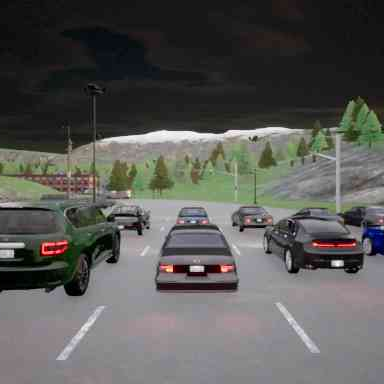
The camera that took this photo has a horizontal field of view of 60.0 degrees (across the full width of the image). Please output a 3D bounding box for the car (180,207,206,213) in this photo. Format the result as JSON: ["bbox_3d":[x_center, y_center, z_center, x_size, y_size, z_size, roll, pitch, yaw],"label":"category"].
[{"bbox_3d":[0.050,1.547,19.070,2.033,1.411,5.357,0,0,0],"label":"car"}]

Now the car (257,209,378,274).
[{"bbox_3d":[3.580,1.505,10.592,1.837,1.490,4.892,0,0,0],"label":"car"}]

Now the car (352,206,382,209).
[{"bbox_3d":[10.528,1.547,20.036,2.033,1.411,5.357,0,0,-1],"label":"car"}]

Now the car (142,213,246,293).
[{"bbox_3d":[0.085,1.547,9.000,2.033,1.411,5.357,0,0,0],"label":"car"}]

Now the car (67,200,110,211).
[{"bbox_3d":[-12.338,1.601,39.985,4.718,1.301,1.895,0,0,-9],"label":"car"}]

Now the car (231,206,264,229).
[{"bbox_3d":[3.527,1.547,20.085,2.033,1.411,5.357,0,0,-1],"label":"car"}]

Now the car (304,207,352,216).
[{"bbox_3d":[7.039,1.564,19.064,1.994,1.385,4.181,0,0,0],"label":"car"}]

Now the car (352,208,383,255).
[{"bbox_3d":[7.079,1.478,10.076,1.882,1.535,5.008,0,0,0],"label":"car"}]

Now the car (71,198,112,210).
[{"bbox_3d":[-13.107,1.505,43.487,4.892,1.490,1.837,0,1,-8],"label":"car"}]

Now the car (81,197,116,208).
[{"bbox_3d":[-13.222,1.525,47.151,4.674,1.442,1.812,0,0,-12],"label":"car"}]

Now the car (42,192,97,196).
[{"bbox_3d":[-13.669,1.223,36.187,5.566,2.045,2.150,0,0,-3],"label":"car"}]

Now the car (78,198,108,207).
[{"bbox_3d":[-14.962,1.564,50.525,4.181,1.385,1.994,0,0,-9],"label":"car"}]

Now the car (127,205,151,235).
[{"bbox_3d":[-3.453,1.492,18.611,2.128,1.511,4.902,0,0,0],"label":"car"}]

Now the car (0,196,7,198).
[{"bbox_3d":[-26.547,1.352,46.365,4.553,1.767,2.097,0,0,-1],"label":"car"}]

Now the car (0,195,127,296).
[{"bbox_3d":[-3.417,1.221,8.757,2.150,2.045,5.566,0,0,0],"label":"car"}]
